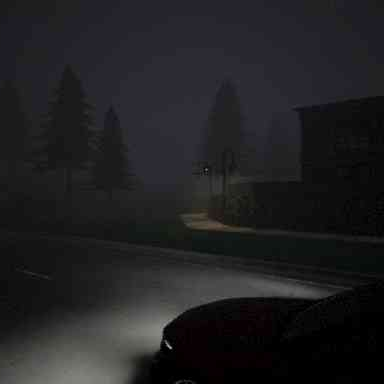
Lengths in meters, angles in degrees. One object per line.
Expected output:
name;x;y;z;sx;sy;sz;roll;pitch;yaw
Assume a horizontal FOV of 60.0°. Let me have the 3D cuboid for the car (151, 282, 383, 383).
car;1.773;1.526;2.718;4.674;1.442;1.812;0;0;36
